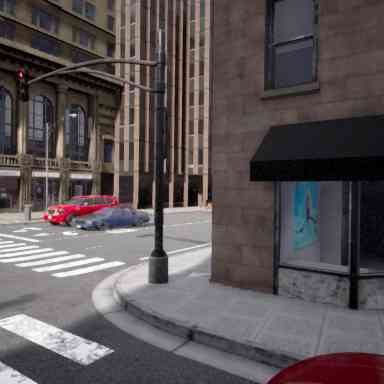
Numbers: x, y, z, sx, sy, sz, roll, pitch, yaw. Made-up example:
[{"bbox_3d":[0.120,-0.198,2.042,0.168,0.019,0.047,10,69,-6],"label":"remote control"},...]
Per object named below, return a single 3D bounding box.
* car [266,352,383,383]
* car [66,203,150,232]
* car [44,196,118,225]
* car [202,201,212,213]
[{"bbox_3d":[2.359,1.545,1.291,4.507,1.381,1.887,0,1,35],"label":"car"},{"bbox_3d":[-5.102,1.659,21.681,2.033,1.411,5.357,1,0,35],"label":"car"},{"bbox_3d":[-7.601,1.287,23.769,2.150,2.045,5.566,1,0,35],"label":"car"},{"bbox_3d":[3.090,1.581,39.018,2.097,1.767,4.553,1,0,35],"label":"car"}]
